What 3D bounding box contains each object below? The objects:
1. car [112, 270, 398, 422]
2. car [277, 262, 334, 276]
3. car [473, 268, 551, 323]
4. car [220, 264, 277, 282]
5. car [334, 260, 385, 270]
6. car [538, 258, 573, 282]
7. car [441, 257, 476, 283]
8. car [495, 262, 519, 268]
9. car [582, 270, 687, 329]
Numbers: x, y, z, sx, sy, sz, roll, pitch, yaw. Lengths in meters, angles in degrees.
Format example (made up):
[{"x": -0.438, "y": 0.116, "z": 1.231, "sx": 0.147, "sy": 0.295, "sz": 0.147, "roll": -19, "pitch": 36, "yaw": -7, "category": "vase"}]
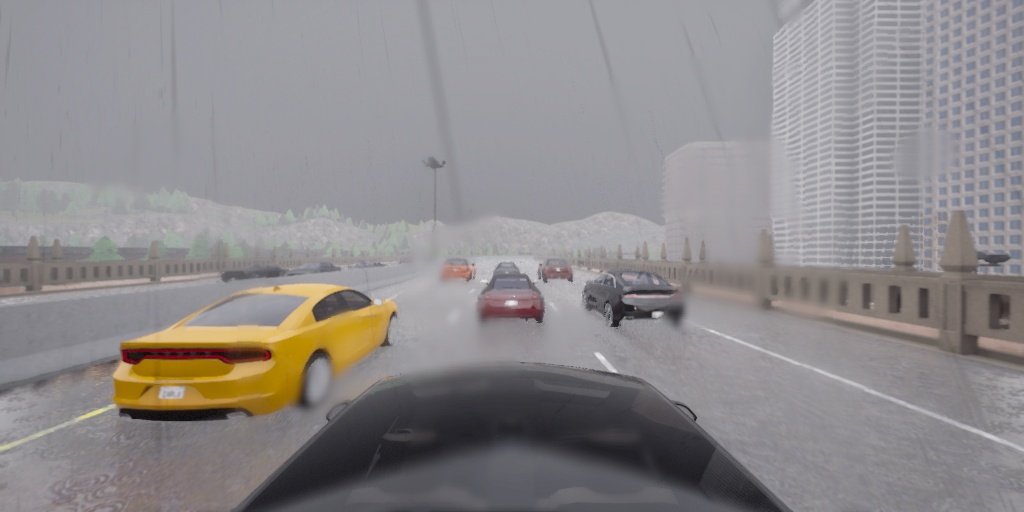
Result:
[{"x": -3.463, "y": 1.202, "z": 6.109, "sx": 1.882, "sy": 1.535, "sz": 5.008, "roll": 0, "pitch": 1, "yaw": 0, "category": "car"}, {"x": -14.572, "y": 1.152, "z": 26.683, "sx": 2.033, "sy": 1.411, "sz": 5.357, "roll": 0, "pitch": 0, "yaw": -1, "category": "car"}, {"x": -0.043, "y": 1.252, "z": 11.890, "sx": 1.994, "sy": 1.385, "sz": 4.181, "roll": 0, "pitch": 0, "yaw": -1, "category": "car"}, {"x": -18.043, "y": 1.215, "z": 25.474, "sx": 1.895, "sy": 1.301, "sz": 4.718, "roll": 0, "pitch": 0, "yaw": -1, "category": "car"}, {"x": -11.081, "y": 1.092, "z": 27.150, "sx": 2.128, "sy": 1.511, "sz": 4.902, "roll": 0, "pitch": 0, "yaw": -1, "category": "car"}, {"x": 3.127, "y": 0.949, "z": 26.643, "sx": 2.097, "sy": 1.767, "sz": 4.553, "roll": 0, "pitch": 0, "yaw": -1, "category": "car"}, {"x": -3.873, "y": 0.953, "z": 26.574, "sx": 2.097, "sy": 1.767, "sz": 4.553, "roll": 0, "pitch": 0, "yaw": -1, "category": "car"}, {"x": -0.392, "y": 1.158, "z": 27.436, "sx": 1.994, "sy": 1.385, "sz": 4.181, "roll": 0, "pitch": 0, "yaw": -1, "category": "car"}, {"x": 3.474, "y": 1.183, "z": 11.027, "sx": 2.128, "sy": 1.511, "sz": 4.902, "roll": 0, "pitch": 0, "yaw": -1, "category": "car"}]
